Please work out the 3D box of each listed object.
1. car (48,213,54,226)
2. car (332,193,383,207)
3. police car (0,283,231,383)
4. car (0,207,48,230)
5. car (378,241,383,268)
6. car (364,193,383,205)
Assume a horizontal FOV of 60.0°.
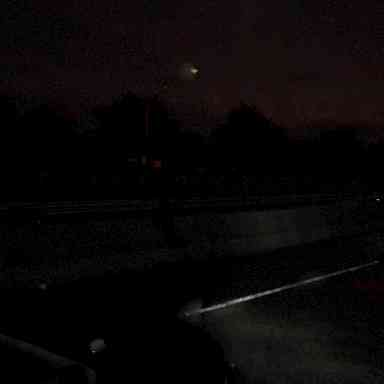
[{"bbox_3d":[-9.907,1.530,18.418,4.181,1.385,1.994,-1,1,-35],"label":"car"},{"bbox_3d":[13.007,1.108,26.158,5.008,1.535,1.882,-1,0,-35],"label":"car"},{"bbox_3d":[-1.896,1.507,2.516,4.974,1.542,2.038,-1,1,-36],"label":"police car"},{"bbox_3d":[-8.987,1.548,14.776,4.181,1.385,1.994,-1,1,-35],"label":"car"},{"bbox_3d":[7.057,1.399,8.905,5.357,1.411,2.033,-1,1,-36],"label":"car"},{"bbox_3d":[24.286,0.865,42.773,4.674,1.442,1.812,-1,1,-35],"label":"car"}]
